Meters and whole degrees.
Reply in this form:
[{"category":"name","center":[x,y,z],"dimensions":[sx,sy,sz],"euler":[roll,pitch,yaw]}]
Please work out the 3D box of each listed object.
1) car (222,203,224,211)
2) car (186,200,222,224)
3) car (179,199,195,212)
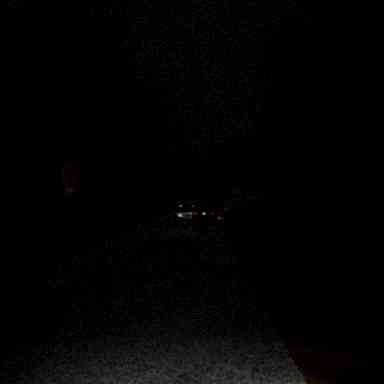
[{"category":"car","center":[3.039,1.755,41.927],"dimensions":[1.895,1.301,4.718],"euler":[0,-1,9]},{"category":"car","center":[1.007,1.532,24.837],"dimensions":[2.033,1.411,5.357],"euler":[0,0,5]},{"category":"car","center":[-0.287,1.570,39.528],"dimensions":[1.882,1.535,5.008],"euler":[0,-1,8]}]
